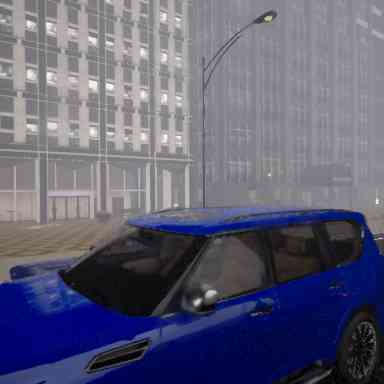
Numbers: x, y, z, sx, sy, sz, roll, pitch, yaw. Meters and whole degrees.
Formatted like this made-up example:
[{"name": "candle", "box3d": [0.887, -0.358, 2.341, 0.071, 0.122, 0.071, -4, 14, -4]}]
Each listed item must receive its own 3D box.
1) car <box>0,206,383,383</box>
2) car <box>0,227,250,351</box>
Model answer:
[{"name": "car", "box3d": [0.087, 1.221, 3.748, 5.566, 2.045, 2.150, 0, 0, -35]}, {"name": "car", "box3d": [-1.166, 1.600, 6.846, 4.718, 1.301, 1.895, 0, 0, -35]}]
